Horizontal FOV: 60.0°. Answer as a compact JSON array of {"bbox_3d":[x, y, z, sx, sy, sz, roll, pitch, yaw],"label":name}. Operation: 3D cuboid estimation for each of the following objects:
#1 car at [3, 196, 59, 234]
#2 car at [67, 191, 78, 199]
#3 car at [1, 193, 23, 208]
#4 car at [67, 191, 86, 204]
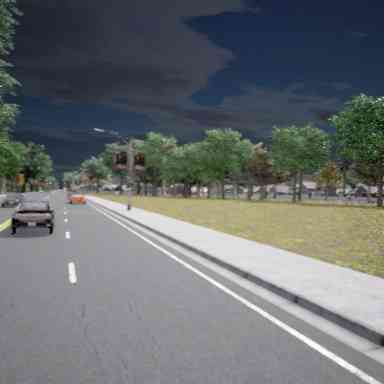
[{"bbox_3d":[-8.028,1.194,17.132,2.128,1.511,4.902,2,0,-21],"label":"car"},{"bbox_3d":[-24.159,0.650,67.182,1.837,1.490,4.892,2,0,-21],"label":"car"},{"bbox_3d":[-18.702,0.852,35.048,1.837,1.490,4.892,2,0,-21],"label":"car"},{"bbox_3d":[-16.473,0.736,47.751,2.097,1.767,4.553,2,0,-21],"label":"car"}]
